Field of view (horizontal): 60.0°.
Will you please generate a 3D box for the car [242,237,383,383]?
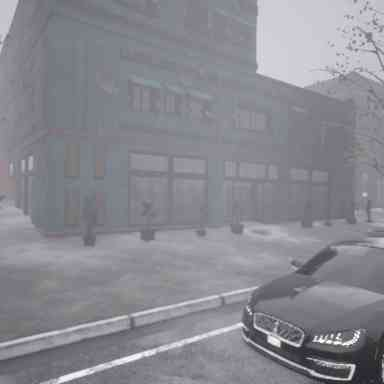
[{"bbox_3d":[2.952,1.552,5.356,4.892,1.490,1.837,1,-1,-35],"label":"car"}]
